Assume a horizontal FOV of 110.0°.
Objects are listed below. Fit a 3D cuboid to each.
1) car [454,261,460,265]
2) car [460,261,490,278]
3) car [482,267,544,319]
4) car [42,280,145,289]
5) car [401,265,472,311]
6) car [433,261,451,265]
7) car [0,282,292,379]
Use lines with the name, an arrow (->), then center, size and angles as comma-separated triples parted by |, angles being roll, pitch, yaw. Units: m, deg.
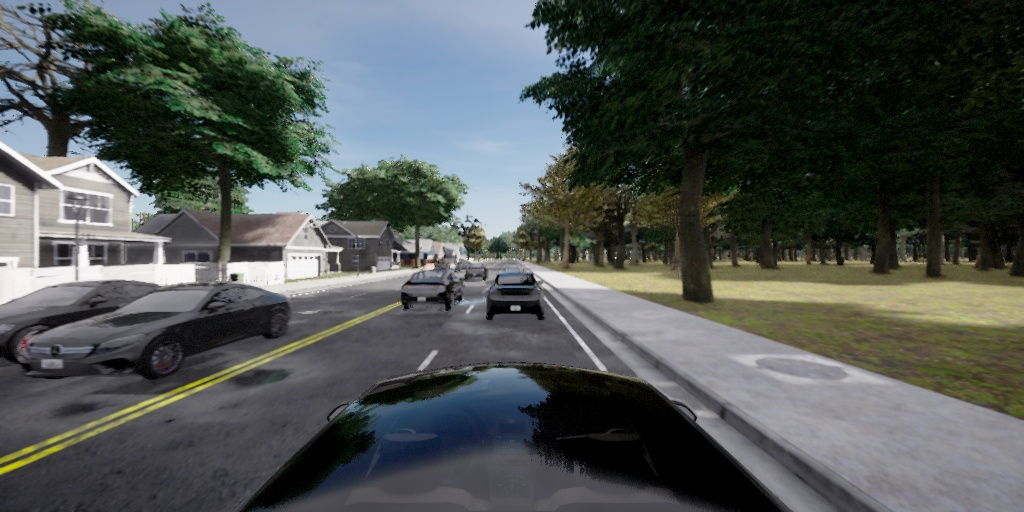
car -> -6.564, 1.459, 48.113 | 1.837, 1.490, 4.892 | 0, 0, 0
car -> -3.138, 1.381, 32.643 | 2.128, 1.511, 4.902 | 0, 0, 0
car -> 0.108, 1.307, 12.994 | 1.837, 1.490, 4.892 | 0, 0, 0
car -> -9.847, 1.307, 8.313 | 1.812, 1.442, 4.674 | 0, 0, 0
car -> -3.143, 1.302, 14.899 | 2.128, 1.511, 4.902 | 0, 0, 0
car -> -9.810, 1.470, 50.501 | 1.837, 1.490, 4.892 | 0, 0, 0
car -> -6.597, 1.303, 7.477 | 1.812, 1.442, 4.674 | 0, 0, 0
